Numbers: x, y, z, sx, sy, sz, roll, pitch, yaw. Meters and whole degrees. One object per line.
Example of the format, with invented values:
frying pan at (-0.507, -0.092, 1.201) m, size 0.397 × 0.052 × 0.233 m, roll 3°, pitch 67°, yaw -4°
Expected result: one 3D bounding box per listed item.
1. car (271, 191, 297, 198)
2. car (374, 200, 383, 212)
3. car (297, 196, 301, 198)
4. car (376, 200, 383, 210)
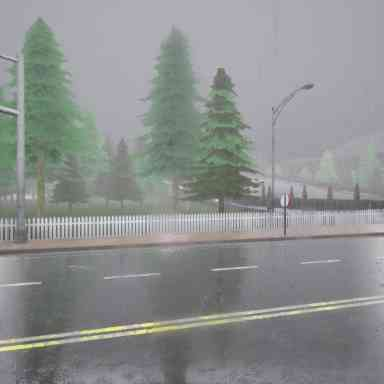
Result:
car at (13.611, 0.802, 51.852) m, size 2.097 × 1.767 × 4.553 m, roll 0°, pitch 4°, yaw -19°
car at (22.657, 1.592, 36.385) m, size 1.895 × 1.301 × 4.718 m, roll 0°, pitch 0°, yaw -19°
car at (16.089, 0.862, 55.424) m, size 1.895 × 1.301 × 4.718 m, roll 0°, pitch 4°, yaw -19°
car at (20.231, 1.502, 32.705) m, size 1.837 × 1.490 × 4.892 m, roll 0°, pitch 0°, yaw -18°
